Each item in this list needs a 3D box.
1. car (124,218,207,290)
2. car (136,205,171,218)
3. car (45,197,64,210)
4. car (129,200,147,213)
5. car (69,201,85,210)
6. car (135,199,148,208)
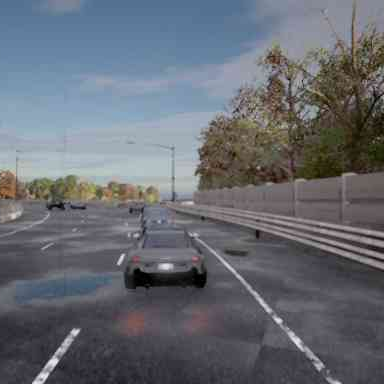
[{"bbox_3d":[-0.735,1.669,9.440,1.994,1.385,4.181,0,-1,-4],"label":"car"},{"bbox_3d":[-2.354,1.789,21.521,2.033,1.411,5.357,0,-1,-11],"label":"car"},{"bbox_3d":[-22.073,1.838,53.433,2.150,2.045,5.566,0,-1,-31],"label":"car"},{"bbox_3d":[-7.363,1.993,44.675,2.128,1.511,4.902,0,-1,-10],"label":"car"},{"bbox_3d":[-18.990,2.194,54.983,1.994,1.385,4.181,0,-1,-30],"label":"car"},{"bbox_3d":[-9.353,2.169,61.664,1.882,1.535,5.008,0,-1,-4],"label":"car"}]
